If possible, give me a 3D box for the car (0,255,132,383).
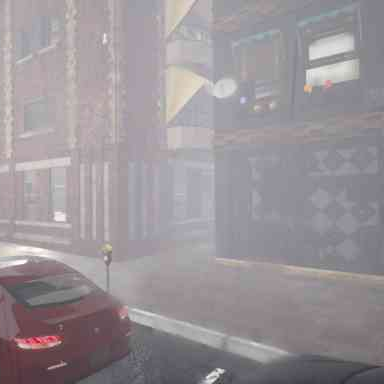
[{"bbox_3d":[-2.670,1.583,4.741,4.206,1.307,1.802,0,-1,35],"label":"car"}]

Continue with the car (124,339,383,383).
[{"bbox_3d":[1.941,1.566,1.464,4.313,1.339,1.947,0,-1,35],"label":"car"}]
